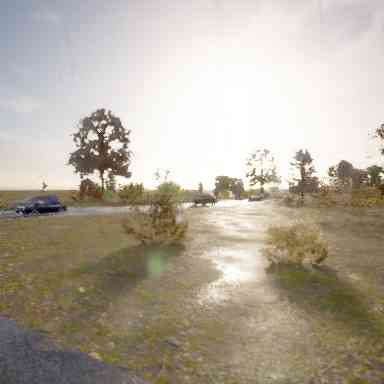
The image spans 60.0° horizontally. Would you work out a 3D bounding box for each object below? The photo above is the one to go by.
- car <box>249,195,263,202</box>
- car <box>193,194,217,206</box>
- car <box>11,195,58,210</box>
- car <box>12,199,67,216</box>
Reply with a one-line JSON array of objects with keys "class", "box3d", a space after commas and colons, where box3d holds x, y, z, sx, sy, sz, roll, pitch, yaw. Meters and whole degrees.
[{"class": "car", "box3d": [15.814, 1.716, 83.770, 1.812, 1.442, 4.674, 0, 0, 28]}, {"class": "car", "box3d": [2.373, 1.366, 59.321, 2.150, 2.045, 5.566, 0, 0, 33]}, {"class": "car", "box3d": [-18.823, 1.373, 40.274, 2.150, 2.045, 5.566, 0, 1, 34]}, {"class": "car", "box3d": [-14.998, 1.651, 33.387, 1.895, 1.301, 4.718, 0, 0, 34]}]
